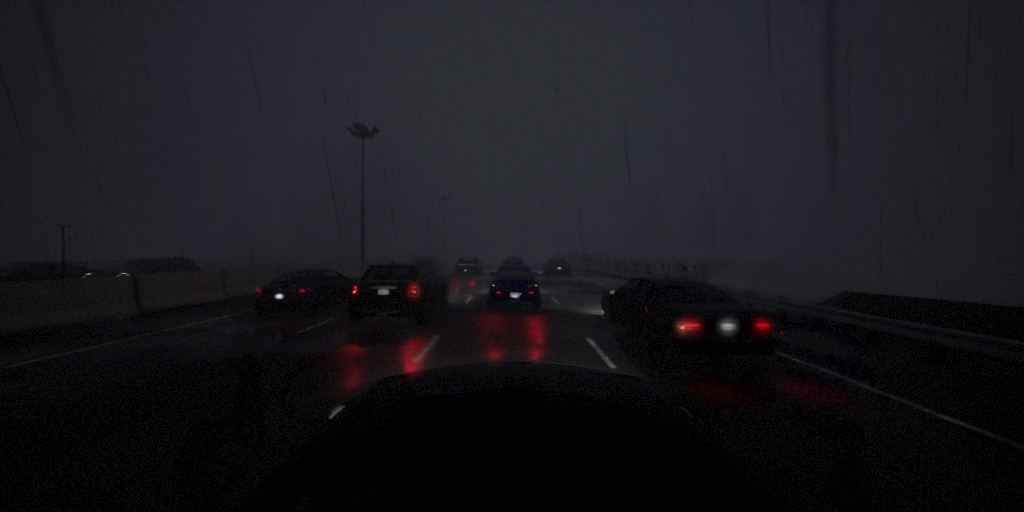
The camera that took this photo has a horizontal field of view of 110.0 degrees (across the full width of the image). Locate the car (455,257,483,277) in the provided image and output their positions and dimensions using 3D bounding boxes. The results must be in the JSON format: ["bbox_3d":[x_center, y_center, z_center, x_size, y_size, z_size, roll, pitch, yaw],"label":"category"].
[{"bbox_3d":[-3.393,0.804,28.699,2.128,1.511,4.902,0,1,0],"label":"car"}]

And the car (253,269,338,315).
[{"bbox_3d":[-6.898,1.136,12.633,1.994,1.385,4.181,0,1,0],"label":"car"}]

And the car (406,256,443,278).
[{"bbox_3d":[-6.894,0.816,28.770,1.837,1.490,4.892,0,1,0],"label":"car"}]

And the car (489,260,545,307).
[{"bbox_3d":[0.089,1.074,14.097,1.812,1.442,4.674,0,1,0],"label":"car"}]

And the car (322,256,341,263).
[{"bbox_3d":[-28.023,0.706,56.987,1.895,1.301,4.718,0,0,1],"label":"car"}]

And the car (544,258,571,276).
[{"bbox_3d":[3.608,0.868,29.259,1.994,1.385,4.181,0,1,0],"label":"car"}]

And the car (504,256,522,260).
[{"bbox_3d":[0.108,0.766,30.295,1.882,1.535,5.008,0,1,0],"label":"car"}]

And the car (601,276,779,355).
[{"bbox_3d":[3.601,1.187,8.480,2.033,1.411,5.357,0,1,0],"label":"car"}]

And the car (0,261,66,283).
[{"bbox_3d":[-21.096,1.000,15.607,1.882,1.535,5.008,0,1,0],"label":"car"}]

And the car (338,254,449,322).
[{"bbox_3d":[-3.399,0.941,11.610,2.097,1.767,4.553,0,1,0],"label":"car"}]

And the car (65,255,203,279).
[{"bbox_3d":[-17.595,0.847,17.338,2.097,1.767,4.553,0,1,0],"label":"car"}]
